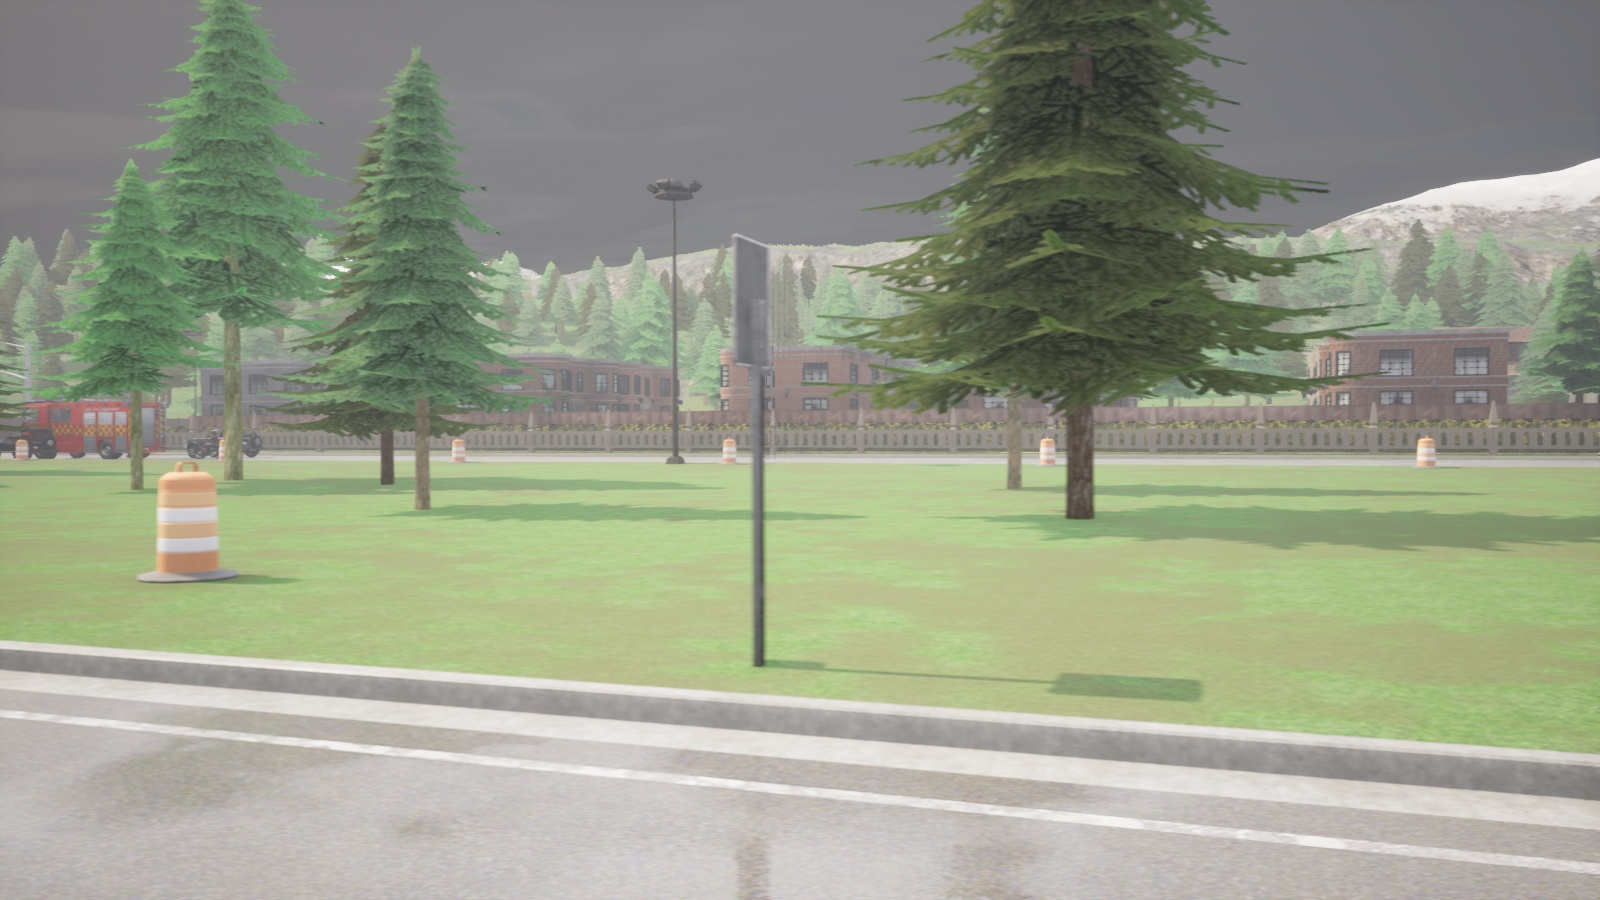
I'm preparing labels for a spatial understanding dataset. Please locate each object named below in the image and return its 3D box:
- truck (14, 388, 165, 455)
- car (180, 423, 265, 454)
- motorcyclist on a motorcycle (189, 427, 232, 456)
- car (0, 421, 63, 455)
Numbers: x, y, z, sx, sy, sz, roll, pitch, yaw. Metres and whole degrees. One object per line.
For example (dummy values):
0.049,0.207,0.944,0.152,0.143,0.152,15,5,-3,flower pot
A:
-42.367,-1.696,74.848,8.468,3.827,2.891,1,1,18,truck
-35.003,-0.707,76.095,4.605,1.855,1.932,1,1,19,car
-33.816,-0.504,72.013,2.350,1.649,0.766,0,1,18,motorcyclist on a motorcycle
-44.467,-0.696,71.872,3.866,1.878,1.905,1,1,19,car
